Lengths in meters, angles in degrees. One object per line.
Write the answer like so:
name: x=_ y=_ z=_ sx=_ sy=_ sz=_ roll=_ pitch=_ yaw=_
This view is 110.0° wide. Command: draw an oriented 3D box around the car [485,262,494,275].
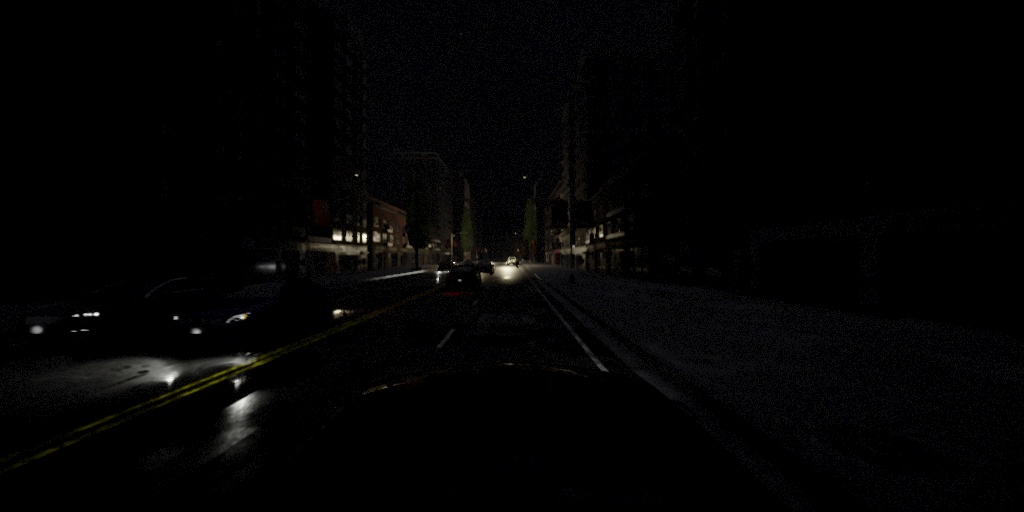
car: x=-3.151 y=1.402 z=41.879 sx=1.882 sy=1.535 sz=5.008 roll=0 pitch=0 yaw=0

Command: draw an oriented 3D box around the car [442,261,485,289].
car: x=-3.152 y=1.332 z=24.135 sx=1.882 sy=1.535 sz=5.008 roll=0 pitch=0 yaw=0

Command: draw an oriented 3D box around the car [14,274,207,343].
car: x=-9.850 y=1.280 z=9.887 sx=2.128 sy=1.511 sz=4.902 roll=0 pitch=0 yaw=0

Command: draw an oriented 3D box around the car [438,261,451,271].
car: x=-9.807 y=1.467 z=53.579 sx=1.837 sy=1.490 sz=4.892 roll=0 pitch=0 yaw=0

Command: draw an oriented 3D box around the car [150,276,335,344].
car: x=-6.599 y=1.314 z=9.819 sx=1.812 sy=1.442 sz=4.674 roll=0 pitch=0 yaw=0

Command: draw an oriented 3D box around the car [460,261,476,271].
car: x=-6.559 y=1.490 z=53.604 sx=1.812 sy=1.442 sz=4.674 roll=0 pitch=0 yaw=0

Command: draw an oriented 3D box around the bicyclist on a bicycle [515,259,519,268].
bicyclist on a bicycle: x=0.893 y=1.438 z=59.745 sx=0.582 sy=1.620 sz=1.656 roll=0 pitch=-1 yaw=0
